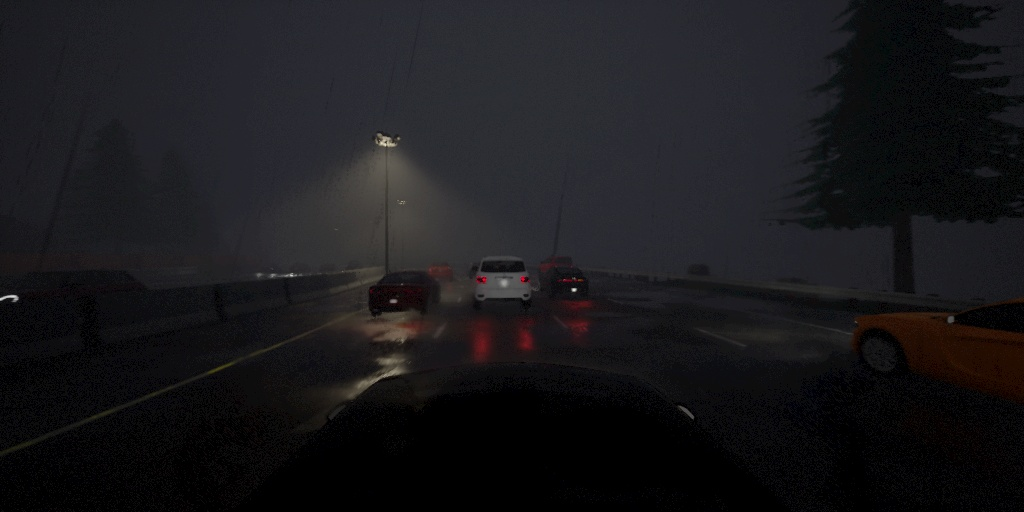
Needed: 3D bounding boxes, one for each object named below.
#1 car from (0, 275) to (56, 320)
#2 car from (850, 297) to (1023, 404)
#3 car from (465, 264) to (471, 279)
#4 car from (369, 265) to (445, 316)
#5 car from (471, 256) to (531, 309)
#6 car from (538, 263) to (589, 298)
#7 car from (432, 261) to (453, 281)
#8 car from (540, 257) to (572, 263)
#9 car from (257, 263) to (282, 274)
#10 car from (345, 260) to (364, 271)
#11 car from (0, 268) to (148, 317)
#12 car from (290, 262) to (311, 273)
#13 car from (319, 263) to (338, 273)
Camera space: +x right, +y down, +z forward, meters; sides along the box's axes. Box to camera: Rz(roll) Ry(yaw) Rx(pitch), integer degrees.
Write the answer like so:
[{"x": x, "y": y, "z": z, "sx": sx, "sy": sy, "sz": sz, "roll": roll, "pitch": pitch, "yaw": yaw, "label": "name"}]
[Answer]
[{"x": -17.939, "y": 1.428, "z": 10.708, "sx": 2.033, "sy": 1.411, "sz": 5.357, "roll": 0, "pitch": 0, "yaw": -4, "label": "car"}, {"x": 6.989, "y": 1.199, "z": 4.307, "sx": 1.882, "sy": 1.535, "sz": 5.008, "roll": 0, "pitch": 0, "yaw": -1, "label": "car"}, {"x": -3.411, "y": 1.395, "z": 35.173, "sx": 1.837, "sy": 1.490, "sz": 4.892, "roll": 0, "pitch": 0, "yaw": -12, "label": "car"}, {"x": -3.949, "y": 1.293, "z": 13.875, "sx": 1.882, "sy": 1.535, "sz": 5.008, "roll": 0, "pitch": 0, "yaw": -4, "label": "car"}, {"x": -0.518, "y": 1.025, "z": 15.439, "sx": 2.150, "sy": 2.045, "sz": 5.566, "roll": 0, "pitch": 0, "yaw": -5, "label": "car"}, {"x": 2.621, "y": 1.304, "z": 19.055, "sx": 1.837, "sy": 1.490, "sz": 4.892, "roll": 0, "pitch": 0, "yaw": -6, "label": "car"}, {"x": -6.387, "y": 1.245, "z": 32.037, "sx": 2.097, "sy": 1.767, "sz": 4.553, "roll": 0, "pitch": 0, "yaw": -11, "label": "car"}, {"x": 4.058, "y": 1.066, "z": 33.694, "sx": 2.150, "sy": 2.045, "sz": 5.566, "roll": 0, "pitch": 0, "yaw": -11, "label": "car"}, {"x": -32.578, "y": 1.620, "z": 48.426, "sx": 1.812, "sy": 1.442, "sz": 4.674, "roll": 0, "pitch": 0, "yaw": -18, "label": "car"}, {"x": -22.513, "y": 1.403, "z": 51.390, "sx": 2.097, "sy": 1.767, "sz": 4.553, "roll": 0, "pitch": 0, "yaw": -18, "label": "car"}, {"x": -14.528, "y": 1.216, "z": 11.471, "sx": 2.097, "sy": 1.767, "sz": 4.553, "roll": 0, "pitch": 0, "yaw": -4, "label": "car"}, {"x": -29.348, "y": 1.575, "z": 49.787, "sx": 2.128, "sy": 1.511, "sz": 4.902, "roll": 0, "pitch": 0, "yaw": -18, "label": "car"}, {"x": -26.077, "y": 1.633, "z": 51.052, "sx": 1.994, "sy": 1.385, "sz": 4.181, "roll": 0, "pitch": 0, "yaw": -18, "label": "car"}]
